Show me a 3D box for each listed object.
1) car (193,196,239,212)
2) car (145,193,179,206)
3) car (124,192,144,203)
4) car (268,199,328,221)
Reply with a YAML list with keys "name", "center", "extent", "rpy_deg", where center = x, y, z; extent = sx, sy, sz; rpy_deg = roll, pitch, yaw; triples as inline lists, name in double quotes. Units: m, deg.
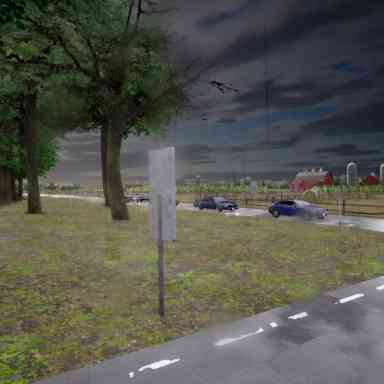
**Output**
- name: "car"
  center: [2.266, 1.142, 33.072]
  extent: [2.033, 1.411, 5.357]
  rpy_deg: [-1, 2, -36]
- name: "car"
  center: [-3.505, 0.800, 41.080]
  extent: [2.097, 1.767, 4.553]
  rpy_deg: [-1, 1, -36]
- name: "car"
  center: [-9.536, 0.800, 49.511]
  extent: [2.128, 1.511, 4.902]
  rpy_deg: [-1, 1, -36]
- name: "car"
  center: [7.903, 1.277, 25.233]
  extent: [1.812, 1.442, 4.674]
  rpy_deg: [-1, 2, -35]
